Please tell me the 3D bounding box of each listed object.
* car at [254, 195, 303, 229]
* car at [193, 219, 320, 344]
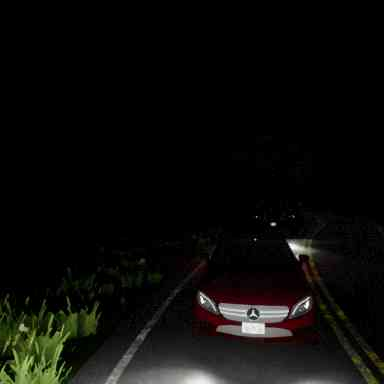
[{"bbox_3d":[4.999,1.214,18.842,2.150,2.045,5.566,-2,-1,22],"label":"car"},{"bbox_3d":[1.229,1.534,6.670,1.812,1.442,4.674,-1,0,11],"label":"car"}]
